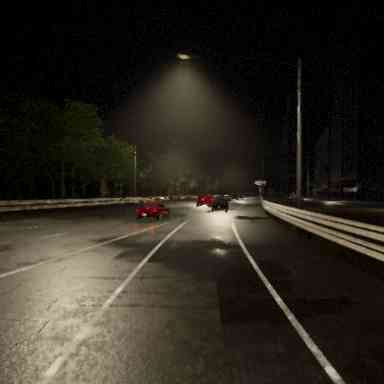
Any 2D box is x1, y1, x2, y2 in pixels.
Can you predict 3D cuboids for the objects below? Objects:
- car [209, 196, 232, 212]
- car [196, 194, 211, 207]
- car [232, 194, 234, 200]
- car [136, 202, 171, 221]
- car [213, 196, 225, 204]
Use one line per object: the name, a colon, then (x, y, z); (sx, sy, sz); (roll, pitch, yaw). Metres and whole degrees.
car: (3.551, 1.580, 40.641); (1.882, 1.535, 5.008); (0, 0, 10)
car: (2.126, 1.334, 52.415); (2.150, 2.045, 5.566); (1, 0, 12)
car: (9.253, 1.838, 87.684); (1.994, 1.385, 4.181); (1, 0, 11)
car: (-3.074, 1.528, 26.900); (1.812, 1.442, 4.674); (1, 0, 12)
car: (5.702, 1.699, 70.039); (1.837, 1.490, 4.892); (1, 0, 11)
